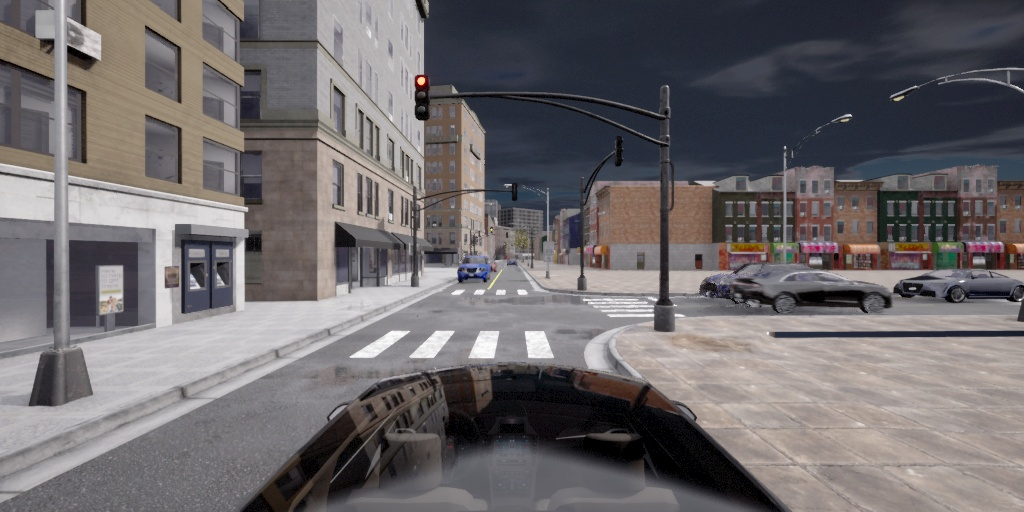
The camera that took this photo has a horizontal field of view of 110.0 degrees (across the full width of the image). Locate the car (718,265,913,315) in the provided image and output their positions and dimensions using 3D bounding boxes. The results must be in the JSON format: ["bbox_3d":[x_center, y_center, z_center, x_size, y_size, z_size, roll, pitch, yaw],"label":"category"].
[{"bbox_3d":[10.557,1.202,12.830,4.902,1.511,2.128,0,0,2],"label":"car"}]

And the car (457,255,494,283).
[{"bbox_3d":[-2.884,0.970,28.230,2.150,2.045,5.566,0,1,0],"label":"car"}]

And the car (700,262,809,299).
[{"bbox_3d":[10.741,1.054,15.590,4.553,1.767,2.097,0,0,1],"label":"car"}]

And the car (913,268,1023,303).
[{"bbox_3d":[19.420,1.234,15.618,4.181,1.385,1.994,0,0,0],"label":"car"}]

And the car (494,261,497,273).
[{"bbox_3d":[-2.878,1.112,43.141,2.097,1.767,4.553,0,0,0],"label":"car"}]
